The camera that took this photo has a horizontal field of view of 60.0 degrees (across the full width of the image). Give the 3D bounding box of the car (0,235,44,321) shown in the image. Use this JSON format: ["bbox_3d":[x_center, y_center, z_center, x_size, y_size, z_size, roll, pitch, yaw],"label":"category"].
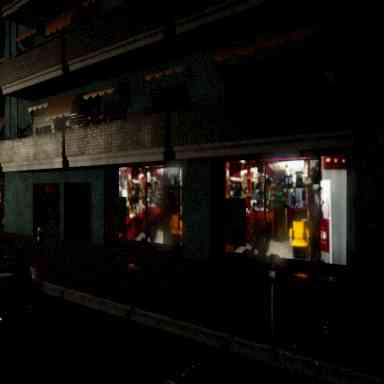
[{"bbox_3d":[-4.612,1.440,6.175,4.097,1.590,1.967,0,0,36],"label":"car"}]
